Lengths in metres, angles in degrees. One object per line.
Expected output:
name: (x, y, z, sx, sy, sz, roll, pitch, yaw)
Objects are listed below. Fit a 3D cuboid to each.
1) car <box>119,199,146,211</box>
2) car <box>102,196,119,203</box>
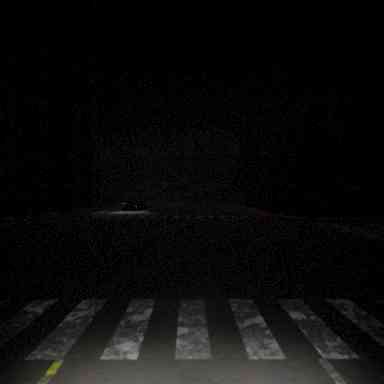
car: (-6.845, 1.541, 39.627, 1.812, 1.442, 4.674, 0, 1, 5)
car: (-15.895, 1.472, 65.659, 4.674, 1.442, 1.812, 1, 0, 40)
